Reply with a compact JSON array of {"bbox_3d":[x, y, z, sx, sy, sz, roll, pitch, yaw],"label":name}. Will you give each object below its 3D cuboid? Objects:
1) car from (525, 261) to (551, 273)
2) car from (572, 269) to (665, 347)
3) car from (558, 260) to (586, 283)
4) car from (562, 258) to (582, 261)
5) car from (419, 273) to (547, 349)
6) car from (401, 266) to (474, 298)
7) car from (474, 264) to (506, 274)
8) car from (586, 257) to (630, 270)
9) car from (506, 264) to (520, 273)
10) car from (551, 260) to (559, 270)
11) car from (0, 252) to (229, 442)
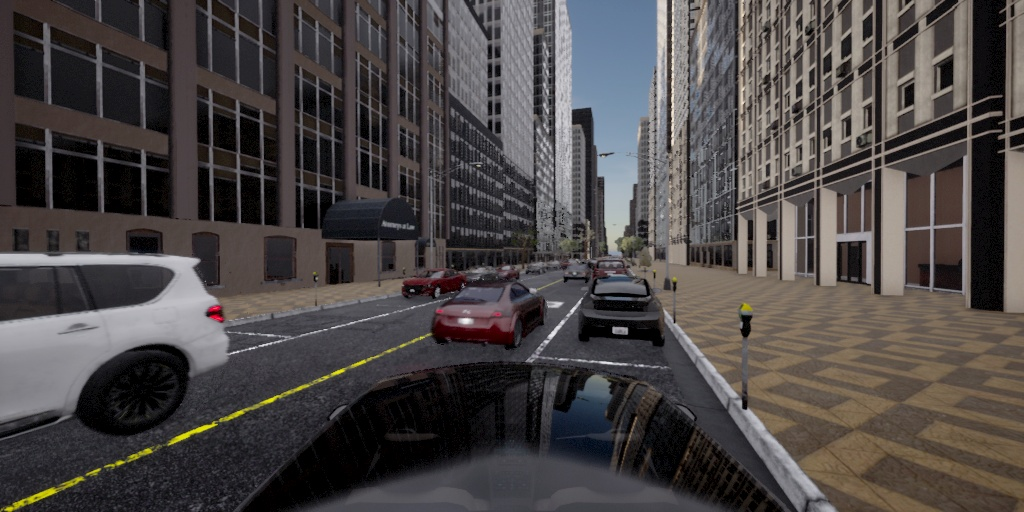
[{"bbox_3d":[2.703,1.301,39.894,2.007,1.370,4.403,0,0,17],"label":"car"},{"bbox_3d":[2.863,1.252,9.509,1.837,1.490,4.892,0,0,17],"label":"car"},{"bbox_3d":[5.197,1.295,27.995,2.033,1.411,5.357,0,0,17],"label":"car"},{"bbox_3d":[7.894,1.227,47.898,1.882,1.535,5.008,0,0,17],"label":"car"},{"bbox_3d":[-0.372,1.315,9.313,1.994,1.385,4.181,0,0,17],"label":"car"},{"bbox_3d":[-3.793,1.299,18.107,1.888,1.381,4.507,0,0,17],"label":"car"},{"bbox_3d":[-2.170,1.303,23.554,2.007,1.370,4.403,0,0,17],"label":"car"},{"bbox_3d":[5.862,1.062,21.159,2.192,1.841,5.009,0,0,17],"label":"car"},{"bbox_3d":[-0.545,1.334,29.000,1.802,1.307,4.207,0,0,17],"label":"car"},{"bbox_3d":[5.952,1.298,50.786,2.007,1.370,4.403,0,0,17],"label":"car"},{"bbox_3d":[-5.623,0.975,2.912,2.150,2.045,5.566,0,0,17],"label":"car"}]
